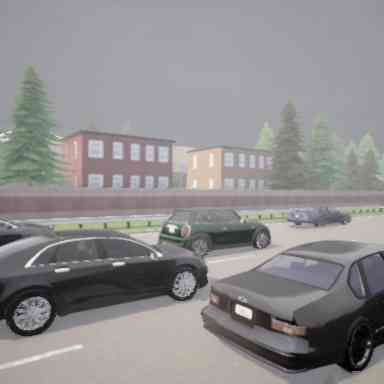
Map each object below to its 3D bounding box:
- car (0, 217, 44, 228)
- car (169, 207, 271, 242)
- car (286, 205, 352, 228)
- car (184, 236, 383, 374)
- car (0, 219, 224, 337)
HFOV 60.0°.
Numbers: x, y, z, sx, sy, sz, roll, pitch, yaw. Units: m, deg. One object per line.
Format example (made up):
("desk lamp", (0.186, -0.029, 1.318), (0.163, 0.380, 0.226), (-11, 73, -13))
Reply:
("car", (-7.262, 1.493, 11.462), (4.902, 1.511, 2.128), (0, 0, -35))
("car", (1.013, 1.379, 13.064), (4.553, 1.767, 2.097), (0, 0, -35))
("car", (8.832, 1.615, 22.938), (5.357, 1.411, 2.033), (0, 0, -35))
("car", (2.697, 1.565, 5.668), (5.357, 1.411, 2.033), (0, 0, -35))
("car", (-1.870, 1.512, 6.709), (4.892, 1.490, 1.837), (0, 0, -35))
